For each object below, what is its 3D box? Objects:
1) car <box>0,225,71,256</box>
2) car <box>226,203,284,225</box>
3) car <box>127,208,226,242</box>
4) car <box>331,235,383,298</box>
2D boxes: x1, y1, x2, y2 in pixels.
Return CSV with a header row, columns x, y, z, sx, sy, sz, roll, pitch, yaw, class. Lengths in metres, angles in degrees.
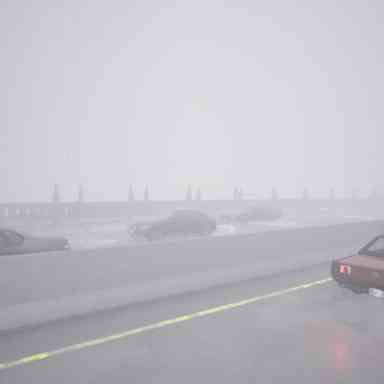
x,y,z,sx,sy,sz,roll,pitch,yaw,class
-5.876,1.547,8.401,5.357,1.411,2.033,0,0,-36,car
4.411,1.549,24.337,5.357,1.411,2.033,0,0,-36,car
-0.842,1.526,16.291,4.674,1.442,1.812,0,0,-35,car
5.285,1.601,7.518,4.718,1.301,1.895,0,0,-36,car
